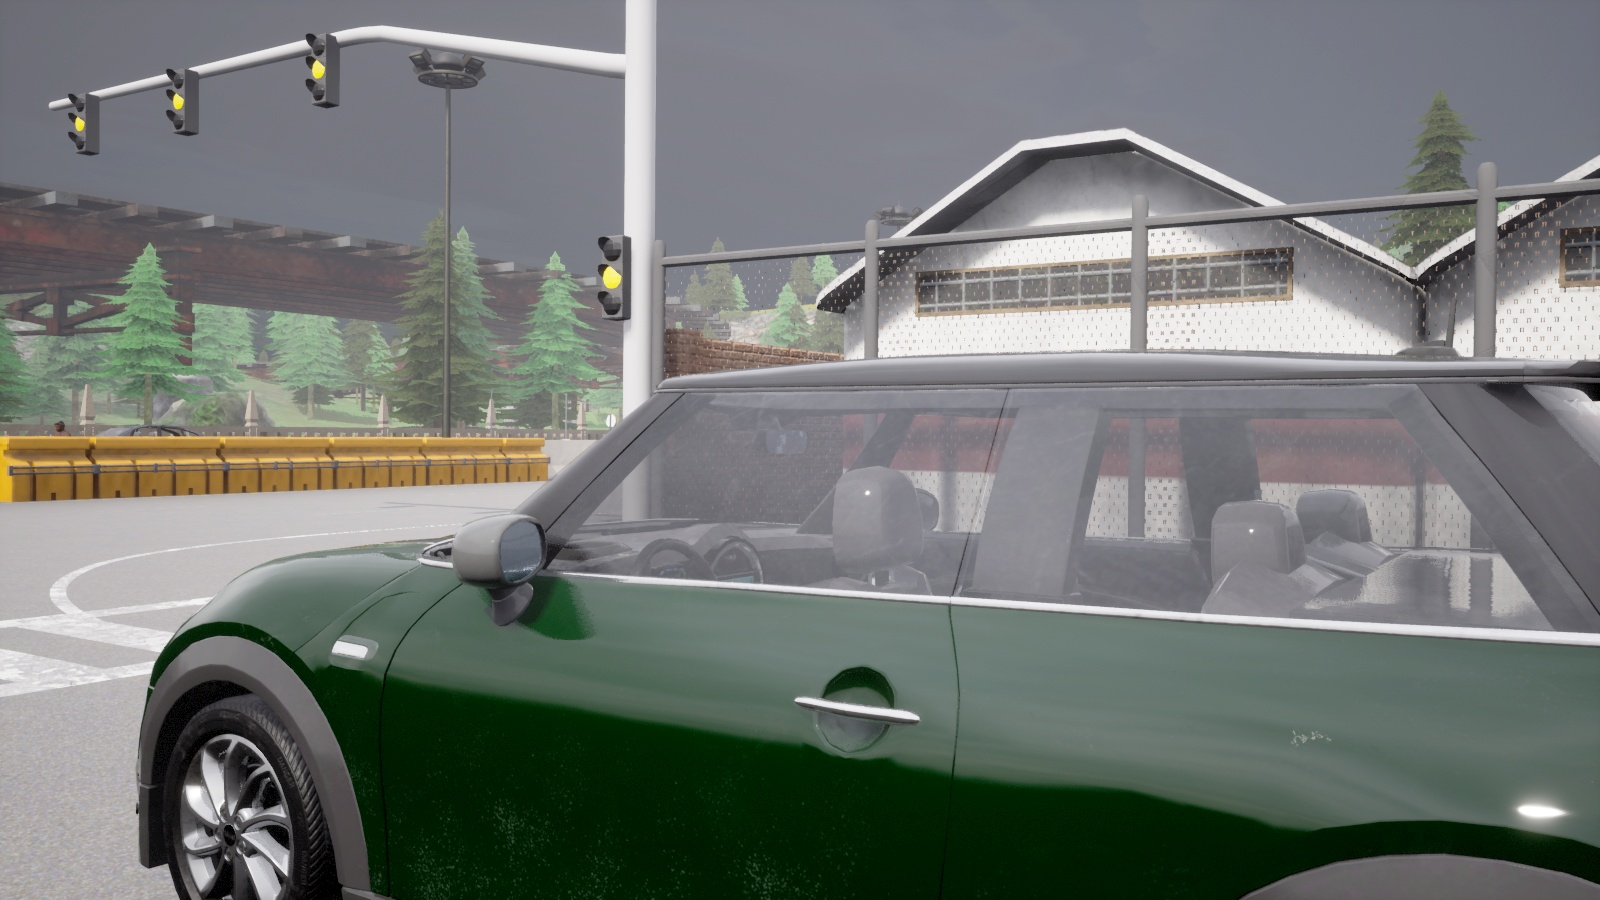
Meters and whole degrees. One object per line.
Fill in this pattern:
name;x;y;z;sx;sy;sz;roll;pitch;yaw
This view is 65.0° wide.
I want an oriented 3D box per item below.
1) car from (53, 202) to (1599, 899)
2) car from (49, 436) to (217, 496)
car;0.186;0.540;3.498;4.553;1.767;2.097;0;1;33
car;-18.487;0.400;34.944;1.789;1.549;3.705;0;1;32
